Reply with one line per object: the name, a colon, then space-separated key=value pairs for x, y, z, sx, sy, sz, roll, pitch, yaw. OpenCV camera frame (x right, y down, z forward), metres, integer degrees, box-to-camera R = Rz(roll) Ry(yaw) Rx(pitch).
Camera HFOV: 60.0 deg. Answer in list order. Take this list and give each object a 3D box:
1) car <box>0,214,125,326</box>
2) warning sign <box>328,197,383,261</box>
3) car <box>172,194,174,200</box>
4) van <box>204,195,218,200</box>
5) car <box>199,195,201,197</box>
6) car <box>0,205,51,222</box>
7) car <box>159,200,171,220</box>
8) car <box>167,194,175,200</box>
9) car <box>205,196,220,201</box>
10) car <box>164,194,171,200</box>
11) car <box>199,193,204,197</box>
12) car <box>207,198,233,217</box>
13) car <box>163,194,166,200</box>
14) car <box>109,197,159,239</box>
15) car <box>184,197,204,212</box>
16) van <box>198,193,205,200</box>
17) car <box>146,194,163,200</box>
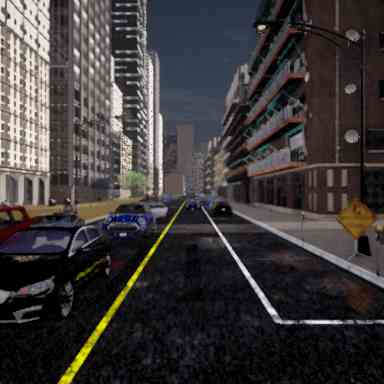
car: x=-3.103 y=1.479 z=7.333 sx=2.128 sy=1.511 sz=4.902 roll=0 pitch=0 yaw=0
warning sign: x=5.065 y=1.098 z=10.284 sx=1.300 sy=1.860 sz=1.060 roll=0 pitch=0 yaw=0
car: x=-5.722 y=1.466 z=74.430 sx=1.887 sy=1.381 sz=4.507 roll=0 pitch=0 yaw=0
van: x=2.672 y=1.282 z=41.296 sx=1.690 sy=1.788 sz=3.998 roll=0 pitch=0 yaw=0
car: x=-0.017 y=1.499 z=48.531 sx=1.994 sy=1.385 sz=4.181 roll=0 pitch=0 yaw=0
car: x=-5.695 y=1.302 z=8.155 sx=2.192 sy=1.841 sz=5.009 roll=0 pitch=0 yaw=0
car: x=-3.092 y=1.558 z=27.284 sx=1.895 sy=1.301 sz=4.718 roll=0 pitch=0 yaw=0
car: x=-5.729 y=1.361 z=90.999 sx=1.967 sy=1.590 sz=4.097 roll=0 pitch=0 yaw=0
car: x=2.675 y=1.472 z=35.943 sx=1.752 sy=1.417 sz=4.829 roll=0 pitch=0 yaw=0
car: x=-5.717 y=1.477 z=63.384 sx=2.008 sy=1.369 sz=4.403 roll=0 pitch=0 yaw=0
car: x=2.657 y=1.471 z=79.956 sx=2.008 sy=1.369 sz=4.403 roll=0 pitch=0 yaw=0
car: x=2.677 y=1.519 z=30.250 sx=1.947 sy=1.339 sz=4.313 roll=0 pitch=0 yaw=0
car: x=-5.713 y=1.483 z=52.339 sx=2.008 sy=1.369 sz=4.403 roll=0 pitch=0 yaw=0
car: x=-3.103 y=1.324 z=17.211 sx=2.097 sy=1.767 sz=4.553 roll=0 pitch=0 yaw=0
car: x=0.086 y=1.545 z=37.794 sx=1.895 sy=1.301 sz=4.718 roll=0 pitch=0 yaw=0
van: x=2.652 y=1.262 z=91.001 sx=1.690 sy=1.788 sz=3.998 roll=0 pitch=0 yaw=0
car: x=-5.711 y=1.251 z=46.815 sx=2.192 sy=1.841 sz=5.009 roll=0 pitch=0 yaw=0
